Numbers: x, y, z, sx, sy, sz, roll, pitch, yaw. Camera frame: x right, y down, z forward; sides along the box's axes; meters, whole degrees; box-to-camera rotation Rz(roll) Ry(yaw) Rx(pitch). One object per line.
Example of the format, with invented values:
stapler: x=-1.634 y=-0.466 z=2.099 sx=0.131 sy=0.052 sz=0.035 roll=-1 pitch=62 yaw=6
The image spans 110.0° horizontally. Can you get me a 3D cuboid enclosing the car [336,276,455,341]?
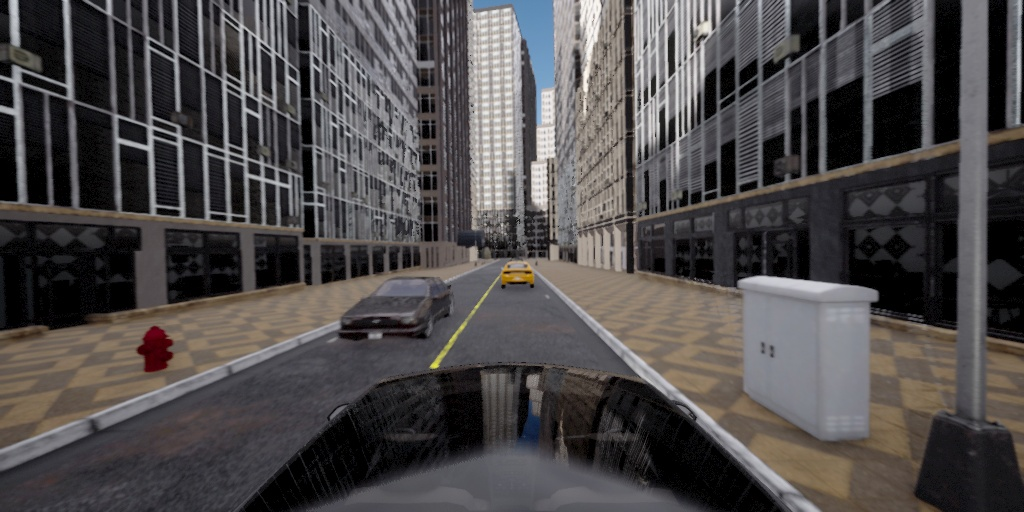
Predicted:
car: x=-2.873 y=1.287 z=10.251 sx=2.033 sy=1.411 sz=5.357 roll=-1 pitch=0 yaw=1

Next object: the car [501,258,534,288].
car: x=0.338 y=1.077 z=22.298 sx=1.882 sy=1.535 sz=5.008 roll=-1 pitch=0 yaw=1
